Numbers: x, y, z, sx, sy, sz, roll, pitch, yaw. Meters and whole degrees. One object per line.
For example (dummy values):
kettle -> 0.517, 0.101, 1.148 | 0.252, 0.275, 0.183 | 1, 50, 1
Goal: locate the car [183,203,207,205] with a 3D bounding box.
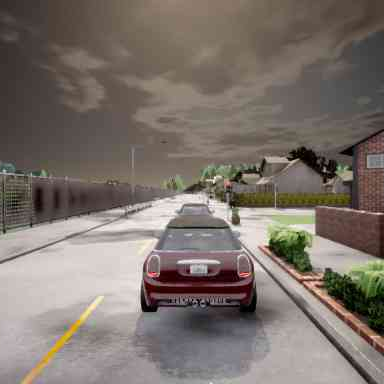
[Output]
car -> 0.149, 1.352, 17.550 | 2.097, 1.767, 4.553 | 0, 0, 0

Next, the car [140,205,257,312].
car -> 0.119, 1.352, 7.853 | 2.097, 1.767, 4.553 | 0, 0, 0
